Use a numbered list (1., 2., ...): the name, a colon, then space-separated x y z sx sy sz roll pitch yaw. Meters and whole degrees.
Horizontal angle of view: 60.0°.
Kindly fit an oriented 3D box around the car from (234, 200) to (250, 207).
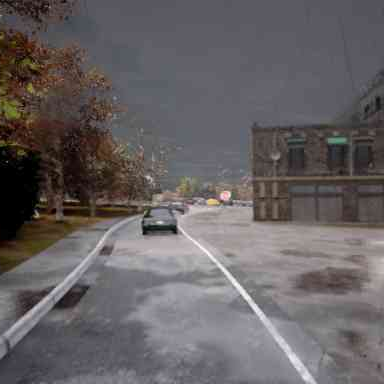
1. car: 12.995 2.971 86.961 2.097 1.535 5.008 3 -1 -19

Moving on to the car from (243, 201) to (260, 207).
1. car: 15.757 3.090 87.895 2.231 1.521 4.892 3 -1 -19

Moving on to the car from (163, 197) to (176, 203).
1. car: -5.474 1.945 80.721 2.002 1.452 4.674 4 -2 -19

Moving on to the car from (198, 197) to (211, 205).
1. car: 1.538 1.894 69.317 2.185 1.767 4.553 4 -2 -19

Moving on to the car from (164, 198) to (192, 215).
1. car: -1.514 1.741 37.199 1.812 1.442 4.674 0 -1 7

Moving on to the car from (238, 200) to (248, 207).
1. car: 9.451 2.508 71.953 2.231 1.521 4.892 3 -1 -19

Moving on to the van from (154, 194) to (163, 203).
1. van: -7.944 1.508 79.751 1.878 1.987 4.442 4 -1 -19

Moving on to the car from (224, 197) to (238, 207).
1. car: 6.815 2.103 71.099 2.435 2.045 5.566 3 -1 -19

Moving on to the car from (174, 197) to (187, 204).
1. car: -2.841 2.124 81.612 2.002 1.452 4.674 4 -2 -19

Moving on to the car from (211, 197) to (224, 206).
1. car: 4.171 2.190 70.168 2.097 1.535 5.008 3 -1 -19

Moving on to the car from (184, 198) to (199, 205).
1. car: -0.096 2.294 82.568 2.163 1.488 4.792 4 -2 -19

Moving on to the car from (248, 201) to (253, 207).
1. car: 12.086 2.679 72.820 2.163 1.488 4.792 3 -1 -19

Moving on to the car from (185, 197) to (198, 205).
1. car: -1.104 1.869 68.420 2.163 1.488 4.792 4 -2 -19

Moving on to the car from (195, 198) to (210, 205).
1. car: 2.496 2.426 83.610 1.946 1.575 5.366 3 -1 -19

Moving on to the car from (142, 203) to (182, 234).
1. car: -1.883 1.588 19.593 1.994 1.385 4.181 0 0 -6

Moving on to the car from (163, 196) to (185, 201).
1. car: -3.717 1.690 67.475 2.163 1.488 4.792 4 -2 -19
